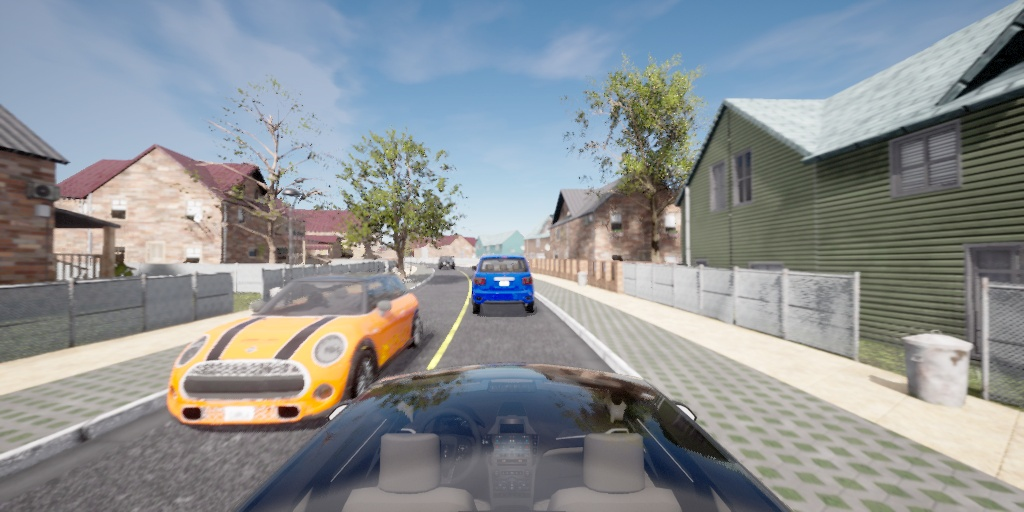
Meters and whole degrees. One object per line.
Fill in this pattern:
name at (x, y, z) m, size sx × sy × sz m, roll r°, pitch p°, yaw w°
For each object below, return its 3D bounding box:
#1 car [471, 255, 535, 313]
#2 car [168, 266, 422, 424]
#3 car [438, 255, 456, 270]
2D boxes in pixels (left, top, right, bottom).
car at (-0.417, 0.963, 14.142) m, size 2.150 × 2.045 × 5.566 m, roll 0°, pitch 0°, yaw -4°
car at (-3.010, 1.102, 6.107) m, size 2.097 × 1.767 × 4.553 m, roll 0°, pitch 0°, yaw -2°
car at (-9.431, 0.945, 51.501) m, size 2.150 × 2.045 × 5.566 m, roll 0°, pitch 0°, yaw -15°
